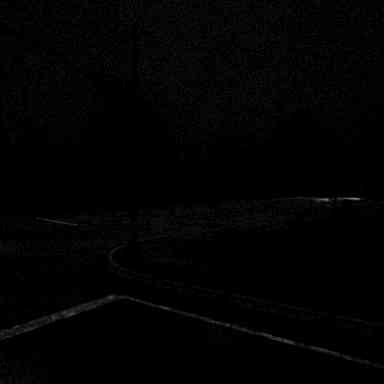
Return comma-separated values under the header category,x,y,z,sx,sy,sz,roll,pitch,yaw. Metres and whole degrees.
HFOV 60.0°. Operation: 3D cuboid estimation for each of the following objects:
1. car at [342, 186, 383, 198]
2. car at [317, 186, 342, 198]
category,x,y,z,sx,sy,sz,roll,pitch,yaw
car,22.800,-0.048,43.696,5.357,1.411,2.033,-3,2,-26
car,19.514,-0.024,45.943,4.892,1.490,1.837,-3,2,-27
